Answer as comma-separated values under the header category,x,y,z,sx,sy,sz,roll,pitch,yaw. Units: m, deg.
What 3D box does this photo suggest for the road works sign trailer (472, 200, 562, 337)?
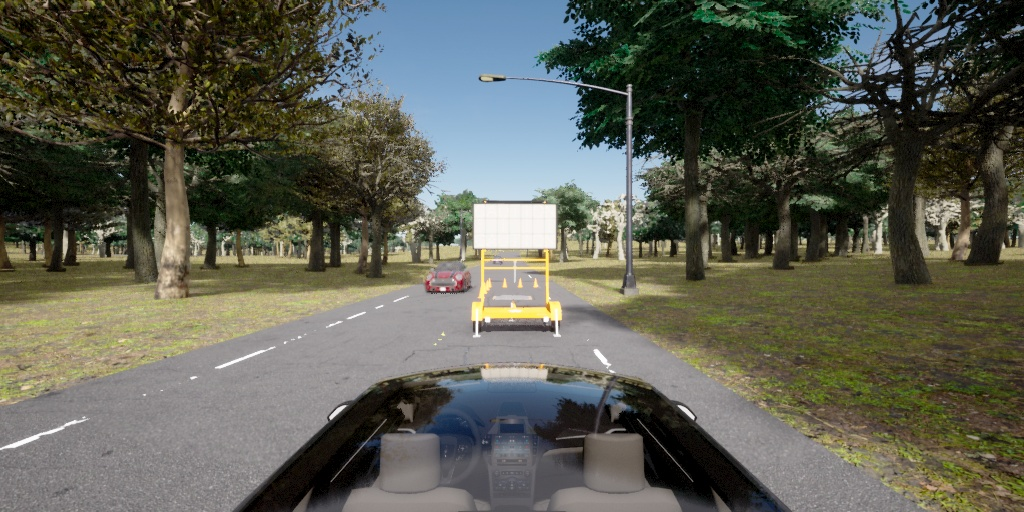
category,x,y,z,sx,sy,sz,roll,pitch,yaw
road works sign trailer,0.079,0.221,10.297,2.380,3.560,2.880,0,0,-2

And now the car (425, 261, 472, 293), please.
category,x,y,z,sx,sy,sz,roll,pitch,yaw
car,-3.577,1.128,20.796,2.097,1.767,4.553,0,0,0
